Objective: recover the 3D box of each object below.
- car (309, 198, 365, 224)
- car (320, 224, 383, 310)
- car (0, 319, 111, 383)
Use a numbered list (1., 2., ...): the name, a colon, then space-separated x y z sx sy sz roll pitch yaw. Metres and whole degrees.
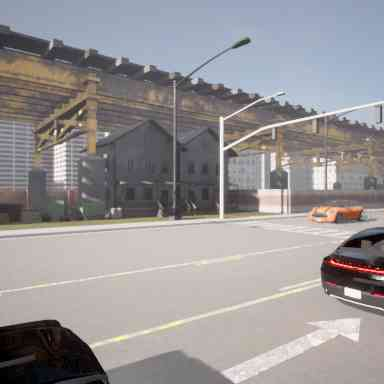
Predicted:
1. car: 10.655 1.352 24.438 4.553 1.767 2.097 0 0 -35
2. car: 4.764 1.505 7.162 4.892 1.490 1.837 0 0 -35
3. car: -2.769 1.601 1.774 4.718 1.301 1.895 0 0 -35
